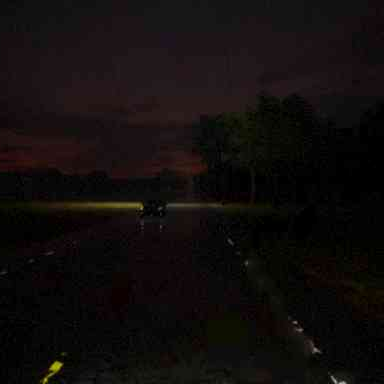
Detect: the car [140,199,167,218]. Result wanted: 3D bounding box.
[{"bbox_3d":[-3.506,1.427,30.958,2.097,1.767,4.553,0,0,0],"label":"car"}]
